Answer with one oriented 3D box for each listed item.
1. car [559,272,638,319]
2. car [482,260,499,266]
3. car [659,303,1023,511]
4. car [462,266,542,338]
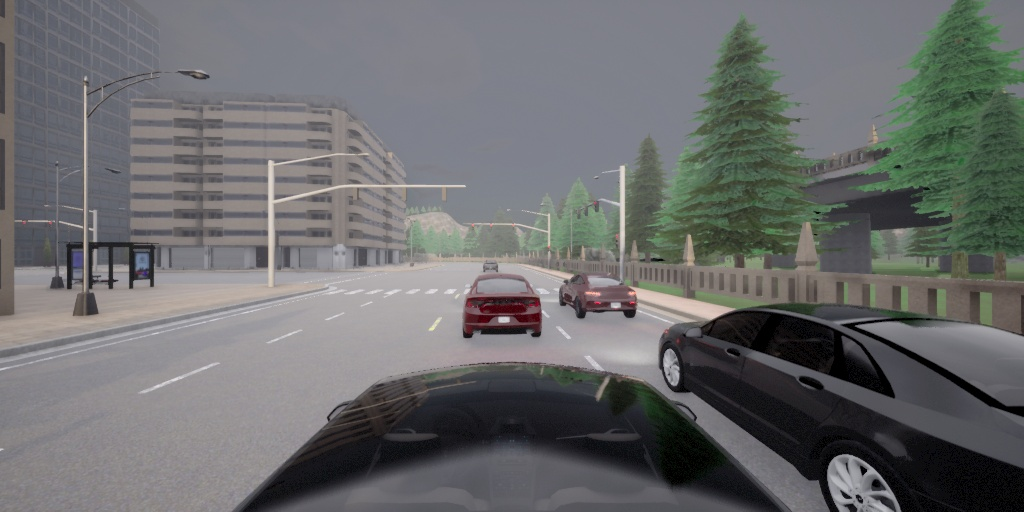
[{"bbox_3d":[2.914,1.276,12.805,1.812,1.442,4.674,0,0,-3],"label":"car"},{"bbox_3d":[-2.699,1.242,45.337,2.128,1.511,4.902,0,0,-4],"label":"car"},{"bbox_3d":[3.255,1.254,3.815,1.837,1.490,4.892,0,0,0],"label":"car"},{"bbox_3d":[-0.347,1.228,10.228,1.882,1.535,5.008,0,0,-4],"label":"car"}]
